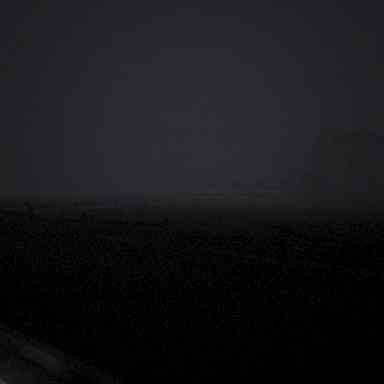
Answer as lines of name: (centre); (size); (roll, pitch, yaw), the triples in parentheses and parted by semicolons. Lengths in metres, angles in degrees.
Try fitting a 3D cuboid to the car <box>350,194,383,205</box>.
car: (25.417, 1.167, 47.931); (4.605, 1.855, 1.932); (0, 0, 35)
